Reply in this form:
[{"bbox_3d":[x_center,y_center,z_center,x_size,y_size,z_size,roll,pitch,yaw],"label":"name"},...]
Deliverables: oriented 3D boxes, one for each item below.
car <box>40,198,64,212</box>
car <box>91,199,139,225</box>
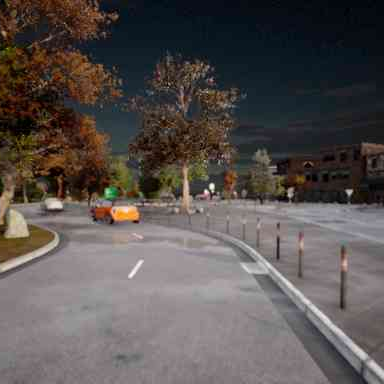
[{"bbox_3d":[-15.955,1.441,37.974,1.812,1.442,4.674,0,0,-32],"label":"car"},{"bbox_3d":[-5.643,1.293,23.934,2.097,1.767,4.553,0,0,-36],"label":"car"}]
